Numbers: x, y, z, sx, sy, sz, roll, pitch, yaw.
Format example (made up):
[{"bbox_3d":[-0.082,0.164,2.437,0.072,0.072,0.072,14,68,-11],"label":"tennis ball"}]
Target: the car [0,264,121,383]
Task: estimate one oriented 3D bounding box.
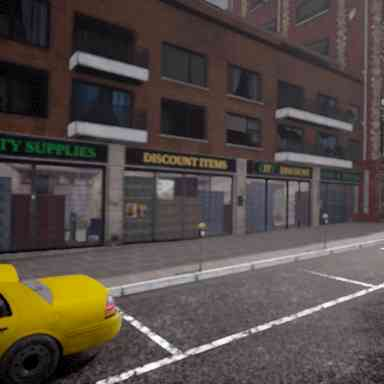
[{"bbox_3d":[-3.262,1.528,3.741,4.829,1.417,1.752,0,2,-36],"label":"car"}]
